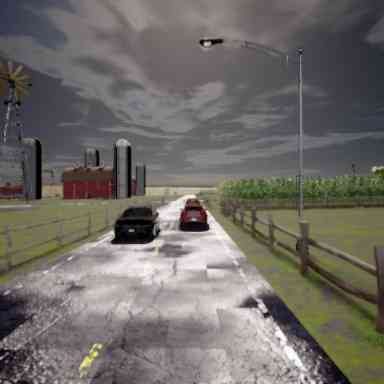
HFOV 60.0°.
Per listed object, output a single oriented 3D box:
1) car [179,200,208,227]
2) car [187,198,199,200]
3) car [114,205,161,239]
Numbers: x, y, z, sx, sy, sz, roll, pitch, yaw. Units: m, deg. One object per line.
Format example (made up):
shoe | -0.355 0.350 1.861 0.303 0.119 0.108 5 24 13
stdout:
car | 0.118 1.531 22.793 1.812 1.442 4.674 0 0 0
car | 0.119 1.495 40.772 1.882 1.535 5.008 0 0 0
car | -2.747 1.481 17.560 1.882 1.535 5.008 0 0 0
